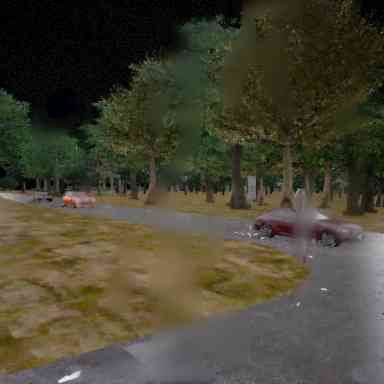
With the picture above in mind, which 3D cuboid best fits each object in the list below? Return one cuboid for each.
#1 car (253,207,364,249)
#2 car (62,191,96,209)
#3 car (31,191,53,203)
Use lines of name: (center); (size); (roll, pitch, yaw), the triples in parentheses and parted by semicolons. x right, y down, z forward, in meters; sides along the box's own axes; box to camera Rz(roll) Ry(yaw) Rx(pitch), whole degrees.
car: (4.805, 1.391, 14.339); (1.812, 1.442, 4.674); (-1, 2, -43)
car: (-11.226, 0.722, 32.897); (2.097, 1.767, 4.553); (-1, 1, -39)
car: (-20.001, 0.634, 44.165); (2.033, 1.411, 5.357); (-1, 1, -36)
